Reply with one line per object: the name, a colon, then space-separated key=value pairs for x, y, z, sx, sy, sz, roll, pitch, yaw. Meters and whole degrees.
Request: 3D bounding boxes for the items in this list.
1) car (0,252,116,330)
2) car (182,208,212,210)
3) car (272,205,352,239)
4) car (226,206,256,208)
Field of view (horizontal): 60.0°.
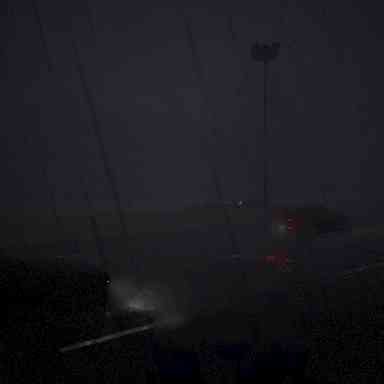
car: x=-4.007 y=1.550 z=5.186 sx=5.357 sy=1.411 sz=2.033 roll=0 pitch=0 yaw=-36
car: x=1.425 y=1.479 z=30.805 sx=4.718 sy=1.301 sz=1.895 roll=0 pitch=0 yaw=-35
car: x=6.100 y=1.411 z=16.698 sx=4.892 sy=1.490 sz=1.837 roll=0 pitch=0 yaw=-36
car: x=4.452 y=1.434 z=28.665 sx=4.181 sy=1.385 sz=1.994 roll=0 pitch=0 yaw=-35
